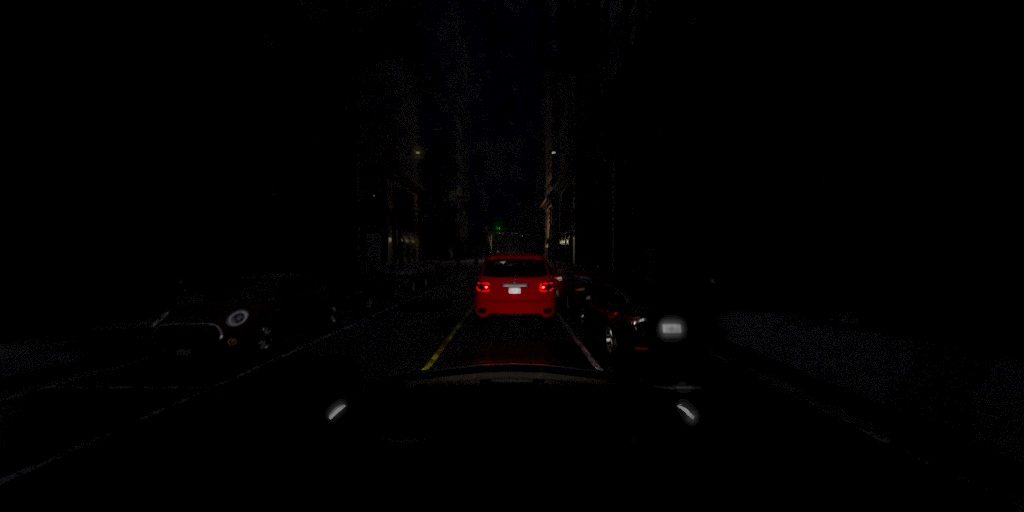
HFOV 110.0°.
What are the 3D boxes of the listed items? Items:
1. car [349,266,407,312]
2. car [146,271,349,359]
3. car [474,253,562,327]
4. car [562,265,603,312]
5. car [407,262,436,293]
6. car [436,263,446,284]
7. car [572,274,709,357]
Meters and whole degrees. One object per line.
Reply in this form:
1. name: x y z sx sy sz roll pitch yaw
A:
1. car: -5.744 1.240 13.781 1.948 1.339 4.313 0 0 0
2. car: -5.753 1.148 8.276 1.967 1.591 4.097 0 0 0
3. car: 0.112 0.913 11.404 2.150 2.045 5.566 0 1 1
4. car: 2.782 1.219 13.766 1.888 1.381 4.507 0 0 0
5. car: -5.735 1.190 19.286 2.007 1.370 4.403 0 0 0
6. car: -5.726 1.151 24.791 1.888 1.381 4.507 0 0 0
7. car: 2.772 1.274 8.262 1.948 1.339 4.313 0 0 0
